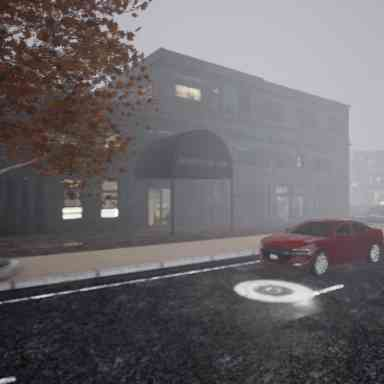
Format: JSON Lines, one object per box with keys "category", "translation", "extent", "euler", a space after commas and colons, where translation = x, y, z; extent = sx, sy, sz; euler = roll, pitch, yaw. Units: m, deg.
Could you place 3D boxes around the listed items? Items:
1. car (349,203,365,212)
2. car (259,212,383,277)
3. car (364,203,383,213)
{"category": "car", "translation": [26.956, 2.431, 54.155], "extent": [2.008, 1.369, 4.403], "euler": [-1, 0, -36]}
{"category": "car", "translation": [4.329, 1.591, 10.857], "extent": [5.008, 1.535, 1.882], "euler": [1, -1, -36]}
{"category": "car", "translation": [24.979, 2.334, 42.409], "extent": [1.947, 1.339, 4.313], "euler": [-1, 0, -36]}
